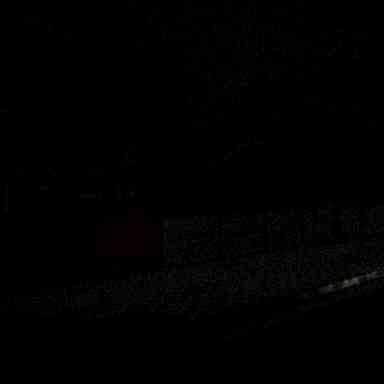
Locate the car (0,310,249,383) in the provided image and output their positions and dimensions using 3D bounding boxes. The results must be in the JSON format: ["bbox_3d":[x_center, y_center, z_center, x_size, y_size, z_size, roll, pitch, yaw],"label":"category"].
[{"bbox_3d":[-2.006,1.548,1.633,5.357,1.411,2.033,0,0,-36],"label":"car"}]
